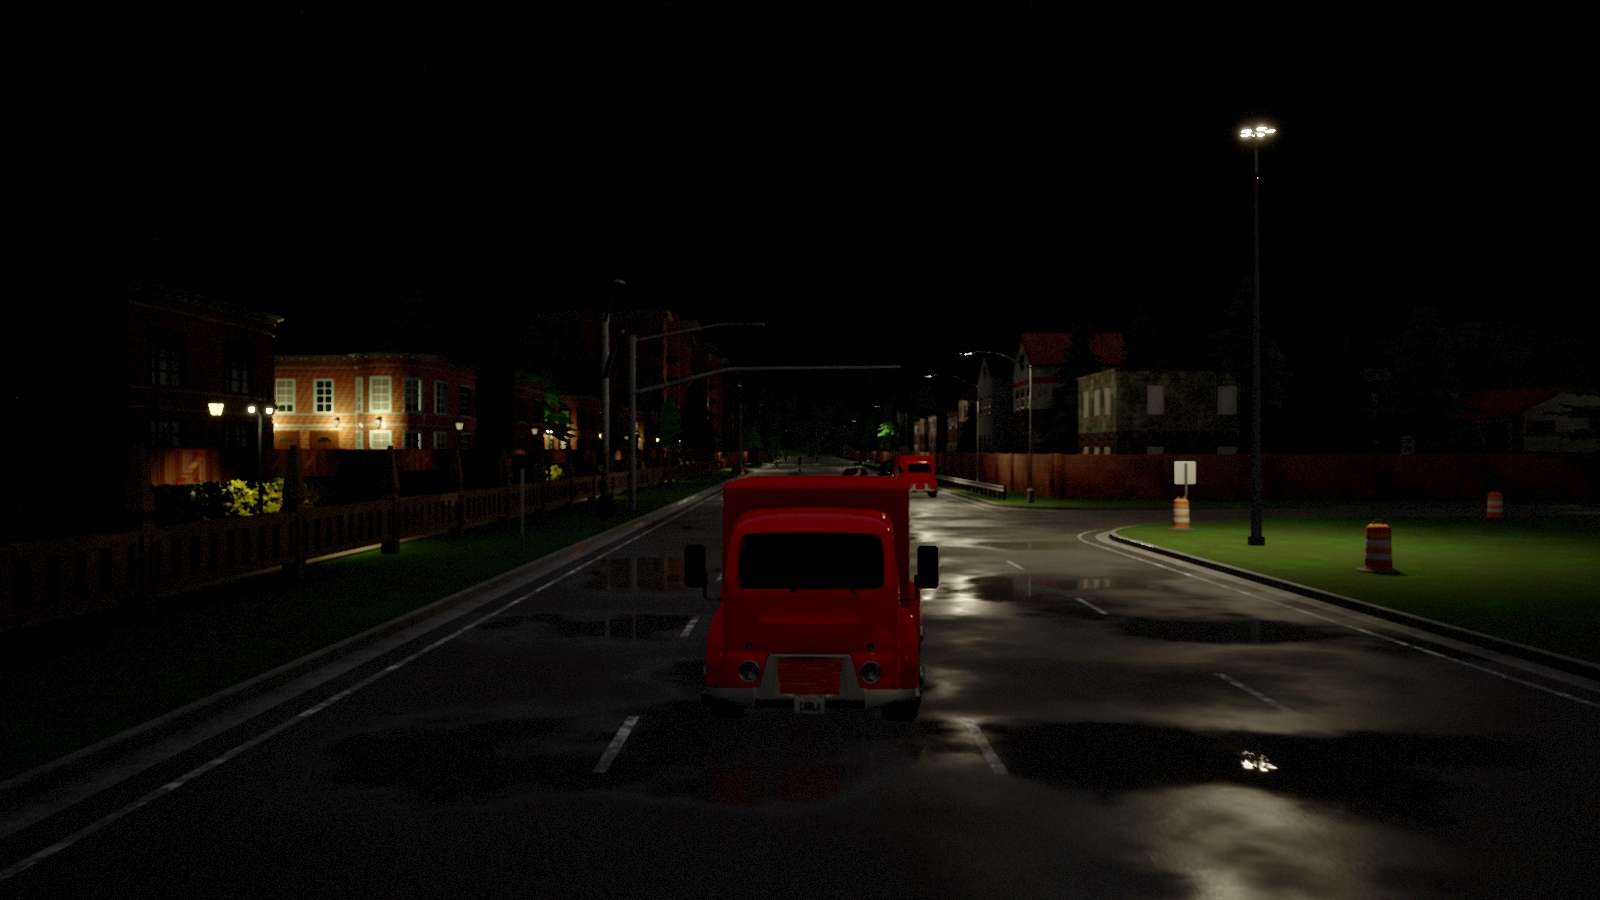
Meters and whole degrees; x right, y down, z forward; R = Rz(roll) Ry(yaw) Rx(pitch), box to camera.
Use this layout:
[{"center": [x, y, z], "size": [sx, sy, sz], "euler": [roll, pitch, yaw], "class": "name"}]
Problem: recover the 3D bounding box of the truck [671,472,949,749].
[{"center": [0.203, 1.566, 13.414], "size": [2.627, 2.467, 5.204], "euler": [0, 0, 3], "class": "truck"}]
